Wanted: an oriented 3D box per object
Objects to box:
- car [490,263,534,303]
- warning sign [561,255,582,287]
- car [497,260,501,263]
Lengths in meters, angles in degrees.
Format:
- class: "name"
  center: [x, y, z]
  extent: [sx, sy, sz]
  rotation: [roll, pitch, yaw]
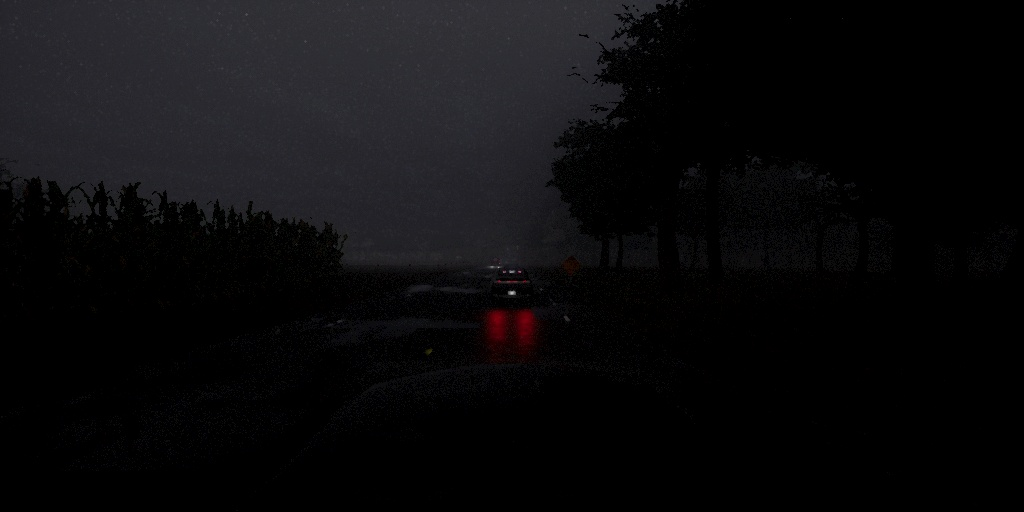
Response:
- class: "car"
  center: [0.001, 1.243, 16.511]
  extent: [2.128, 1.511, 4.902]
  rotation: [0, 0, 0]
- class: "warning sign"
  center: [3.551, 0.866, 21.772]
  extent: [1.300, 1.860, 1.060]
  rotation: [0, 0, 0]
- class: "car"
  center: [0.001, 1.333, 31.525]
  extent: [2.033, 1.411, 5.357]
  rotation: [0, 0, 0]
